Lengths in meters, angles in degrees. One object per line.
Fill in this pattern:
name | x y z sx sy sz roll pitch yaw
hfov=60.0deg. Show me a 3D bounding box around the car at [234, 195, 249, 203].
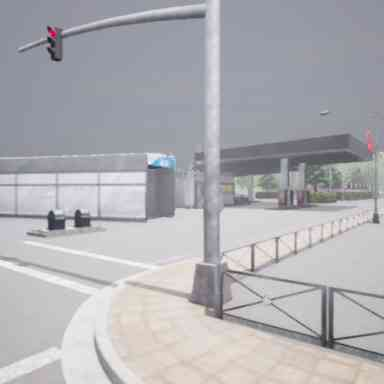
car | 8.835 1.345 61.826 2.242 1.667 4.611 0 0 36
